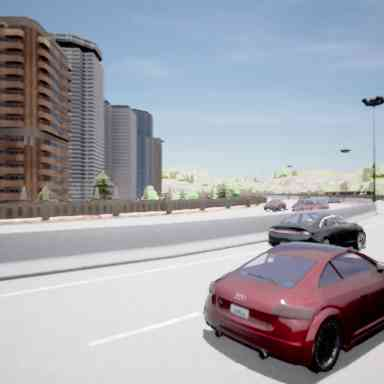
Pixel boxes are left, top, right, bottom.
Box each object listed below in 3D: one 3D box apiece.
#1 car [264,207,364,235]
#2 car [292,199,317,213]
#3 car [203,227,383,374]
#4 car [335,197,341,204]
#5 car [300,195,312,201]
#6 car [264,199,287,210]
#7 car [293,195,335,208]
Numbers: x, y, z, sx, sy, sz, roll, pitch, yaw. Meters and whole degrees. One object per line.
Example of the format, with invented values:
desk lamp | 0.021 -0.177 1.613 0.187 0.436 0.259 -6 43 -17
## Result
car | 4.843 1.523 12.572 4.902 1.511 2.128 0 0 -42
car | 13.377 1.605 39.344 1.837 1.490 4.892 0 -1 32
car | 2.208 1.579 5.743 4.181 1.385 1.994 0 0 -39
car | 28.530 1.672 66.632 1.812 1.442 4.674 0 0 13
car | 26.884 1.431 78.593 1.837 1.490 4.892 0 0 7
car | 10.370 1.636 41.115 1.812 1.442 4.674 0 0 32
car | 10.684 1.424 29.443 2.097 1.767 4.553 0 0 37
